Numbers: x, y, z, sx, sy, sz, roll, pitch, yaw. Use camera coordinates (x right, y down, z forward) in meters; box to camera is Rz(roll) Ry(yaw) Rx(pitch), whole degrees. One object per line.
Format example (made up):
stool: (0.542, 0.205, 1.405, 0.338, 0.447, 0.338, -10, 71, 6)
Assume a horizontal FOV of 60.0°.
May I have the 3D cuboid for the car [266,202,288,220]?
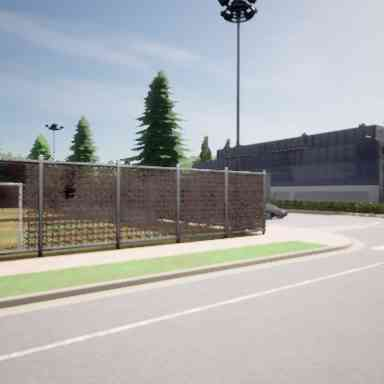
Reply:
car: (6.558, 1.660, 30.643, 1.837, 1.490, 4.892, 0, 0, -35)
